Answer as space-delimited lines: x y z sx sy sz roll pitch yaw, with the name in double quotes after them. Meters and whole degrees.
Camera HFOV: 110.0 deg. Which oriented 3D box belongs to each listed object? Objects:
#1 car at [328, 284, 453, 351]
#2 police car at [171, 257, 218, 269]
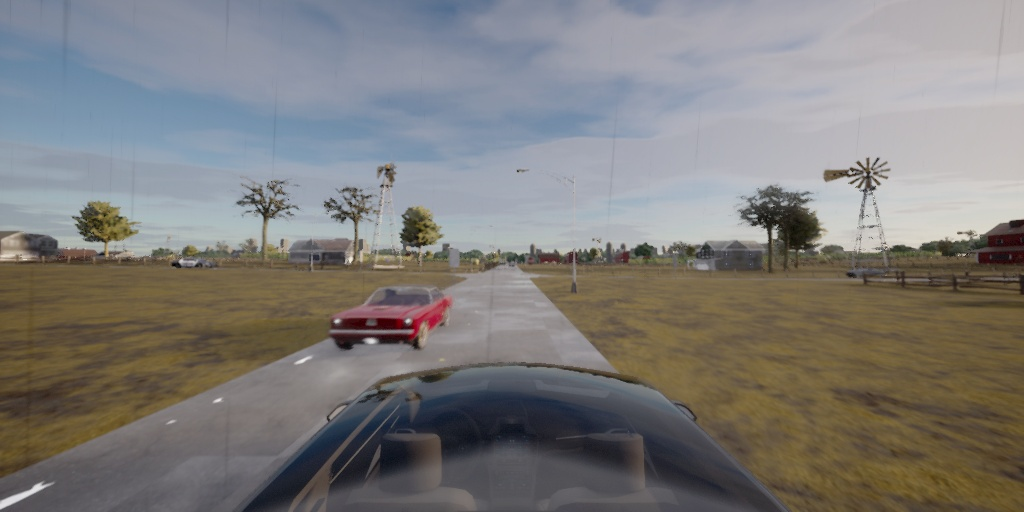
-2.849 1.452 9.477 1.895 1.301 4.718 0 -1 0 "car"
-41.843 0.954 47.492 4.974 1.542 2.038 1 -2 0 "police car"
